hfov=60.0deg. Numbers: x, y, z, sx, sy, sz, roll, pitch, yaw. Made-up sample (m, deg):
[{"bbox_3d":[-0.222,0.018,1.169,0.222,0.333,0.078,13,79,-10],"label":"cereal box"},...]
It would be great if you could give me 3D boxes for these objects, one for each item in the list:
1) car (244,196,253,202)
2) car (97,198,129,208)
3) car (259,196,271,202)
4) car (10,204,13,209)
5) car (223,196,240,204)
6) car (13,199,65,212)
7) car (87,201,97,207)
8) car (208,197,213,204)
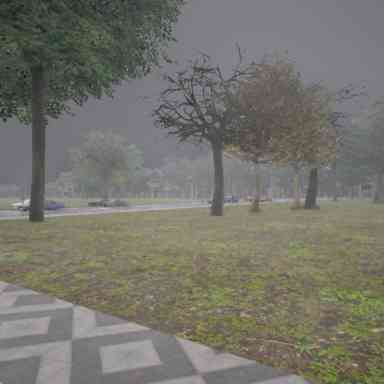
[{"bbox_3d":[14.063,1.676,79.871,1.812,1.442,4.674,-1,-1,35],"label":"car"},{"bbox_3d":[-11.461,1.652,49.669,1.994,1.385,4.181,-1,-1,36],"label":"car"},{"bbox_3d":[17.316,1.672,78.839,1.994,1.385,4.181,-1,-1,35],"label":"car"},{"bbox_3d":[-20.592,1.634,42.445,1.812,1.442,4.674,-1,-1,35],"label":"car"},{"bbox_3d":[7.613,1.575,64.993,1.837,1.490,4.892,-1,-1,35],"label":"car"},{"bbox_3d":[-18.139,1.620,40.279,2.033,1.411,5.357,-1,-1,35],"label":"car"},{"bbox_3d":[-13.941,1.725,51.791,1.895,1.301,4.718,-1,-1,35],"label":"car"},{"bbox_3d":[4.955,1.669,66.865,1.994,1.385,4.181,-1,-1,35],"label":"car"}]
